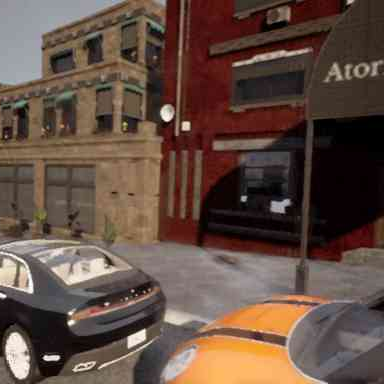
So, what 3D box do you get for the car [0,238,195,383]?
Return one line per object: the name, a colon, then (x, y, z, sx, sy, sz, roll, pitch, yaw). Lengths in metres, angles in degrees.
car: (-2.637, 1.513, 5.420, 4.892, 1.521, 2.231, 0, 0, 36)
